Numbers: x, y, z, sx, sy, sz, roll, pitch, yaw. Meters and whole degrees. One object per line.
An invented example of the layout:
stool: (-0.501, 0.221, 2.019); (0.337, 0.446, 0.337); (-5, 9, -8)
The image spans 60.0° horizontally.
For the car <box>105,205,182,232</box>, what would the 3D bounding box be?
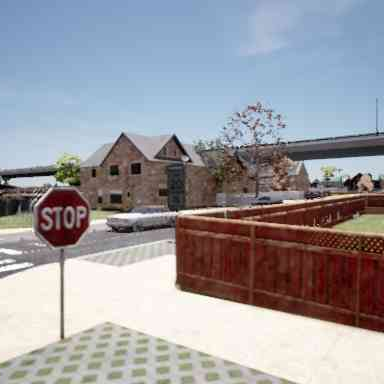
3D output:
car: (-2.694, 1.474, 19.314); (1.895, 1.301, 4.718); (-1, 0, 37)

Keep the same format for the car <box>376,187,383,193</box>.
car: (44.788, 0.049, 78.353); (1.895, 1.301, 4.718); (-1, 0, 37)

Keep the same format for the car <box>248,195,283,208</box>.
car: (7.279, 1.083, 32.706); (1.882, 1.535, 5.008); (-1, 0, 37)
